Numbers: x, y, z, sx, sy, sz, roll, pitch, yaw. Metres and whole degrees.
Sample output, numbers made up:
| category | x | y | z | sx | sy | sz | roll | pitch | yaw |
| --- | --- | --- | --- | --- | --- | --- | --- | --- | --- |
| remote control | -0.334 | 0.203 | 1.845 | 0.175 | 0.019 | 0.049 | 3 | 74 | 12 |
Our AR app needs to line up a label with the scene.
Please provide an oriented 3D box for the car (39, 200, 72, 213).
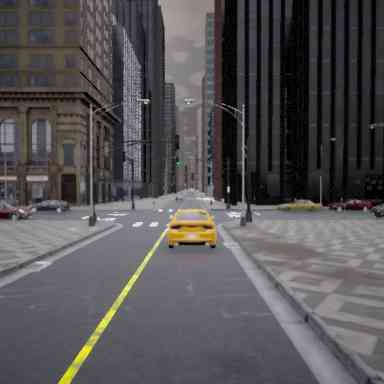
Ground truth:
| category | x | y | z | sx | sy | sz | roll | pitch | yaw |
| --- | --- | --- | --- | --- | --- | --- | --- | --- | --- |
| car | -15.330 | 1.527 | 35.927 | 4.403 | 1.369 | 2.008 | 0 | 1 | 0 |

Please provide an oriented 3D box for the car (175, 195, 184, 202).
| category | x | y | z | sx | sy | sz | roll | pitch | yaw |
| --- | --- | --- | --- | --- | --- | --- | --- | --- | --- |
| car | -2.999 | 1.502 | 78.933 | 1.812 | 1.442 | 4.674 | 0 | 0 | 0 |

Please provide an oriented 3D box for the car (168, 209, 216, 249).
| category | x | y | z | sx | sy | sz | roll | pitch | yaw |
| --- | --- | --- | --- | --- | --- | --- | --- | --- | --- |
| car | 0.000 | 1.481 | 14.652 | 1.882 | 1.535 | 5.008 | 0 | 0 | 0 |

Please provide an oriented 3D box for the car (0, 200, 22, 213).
| category | x | y | z | sx | sy | sz | roll | pitch | yaw |
| --- | --- | --- | --- | --- | --- | --- | --- | --- | --- |
| car | -21.001 | 1.563 | 35.908 | 4.313 | 1.339 | 1.947 | 0 | 1 | 0 |

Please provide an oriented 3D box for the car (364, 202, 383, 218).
| category | x | y | z | sx | sy | sz | roll | pitch | yaw |
| --- | --- | --- | --- | --- | --- | --- | --- | --- | --- |
| car | 17.159 | 1.564 | 27.511 | 4.403 | 1.369 | 2.008 | 0 | 1 | 0 |

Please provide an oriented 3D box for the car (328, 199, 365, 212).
| category | x | y | z | sx | sy | sz | roll | pitch | yaw |
| --- | --- | --- | --- | --- | --- | --- | --- | --- | --- |
| car | 17.060 | 1.429 | 36.035 | 4.507 | 1.381 | 1.887 | 0 | 1 | 0 |

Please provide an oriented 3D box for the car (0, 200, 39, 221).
| category | x | y | z | sx | sy | sz | roll | pitch | yaw |
| --- | --- | --- | --- | --- | --- | --- | --- | --- | --- |
| car | -15.332 | 1.546 | 27.402 | 4.097 | 1.590 | 1.967 | 0 | 1 | 0 |

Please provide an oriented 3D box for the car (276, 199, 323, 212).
| category | x | y | z | sx | sy | sz | roll | pitch | yaw |
| --- | --- | --- | --- | --- | --- | --- | --- | --- | --- |
| car | 11.590 | 1.422 | 36.016 | 4.829 | 1.417 | 1.752 | 0 | 1 | 0 |
